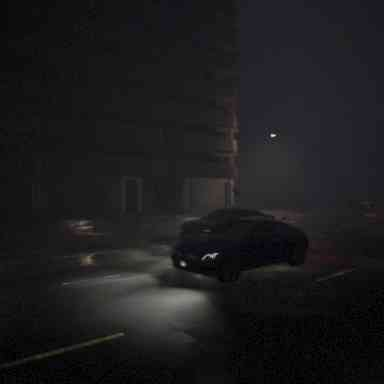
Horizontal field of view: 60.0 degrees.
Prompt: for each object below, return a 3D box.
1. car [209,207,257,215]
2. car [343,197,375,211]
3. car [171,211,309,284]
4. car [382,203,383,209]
[{"bbox_3d":[1.667,1.437,14.420,5.008,1.535,1.882,-1,0,-42],"label":"car"},{"bbox_3d":[19.429,1.344,38.900,1.837,1.490,4.892,0,0,1],"label":"car"},{"bbox_3d":[1.593,1.497,9.707,4.674,1.442,1.812,0,0,-39],"label":"car"},{"bbox_3d":[22.842,1.338,36.563,1.837,1.490,4.892,0,1,4],"label":"car"}]
